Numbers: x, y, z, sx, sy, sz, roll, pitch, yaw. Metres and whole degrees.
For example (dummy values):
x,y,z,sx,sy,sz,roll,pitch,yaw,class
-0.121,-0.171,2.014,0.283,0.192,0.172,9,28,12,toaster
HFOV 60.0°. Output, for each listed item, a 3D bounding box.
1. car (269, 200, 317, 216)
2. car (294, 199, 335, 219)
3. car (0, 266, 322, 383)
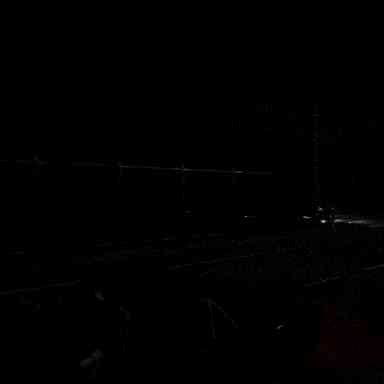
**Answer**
x,y,z,sx,sy,sz,roll,pitch,yaw,class
10.462,1.581,34.835,1.812,1.442,4.674,0,0,-36,car
10.124,1.407,29.150,2.097,1.767,4.553,0,0,-34,car
-0.813,1.601,3.420,4.718,1.301,1.895,0,0,-36,car
